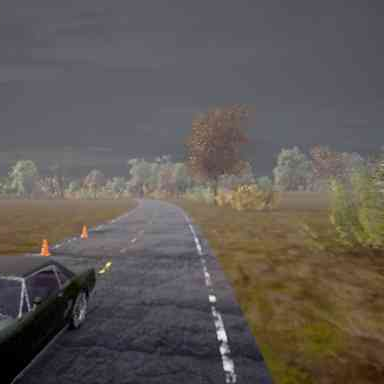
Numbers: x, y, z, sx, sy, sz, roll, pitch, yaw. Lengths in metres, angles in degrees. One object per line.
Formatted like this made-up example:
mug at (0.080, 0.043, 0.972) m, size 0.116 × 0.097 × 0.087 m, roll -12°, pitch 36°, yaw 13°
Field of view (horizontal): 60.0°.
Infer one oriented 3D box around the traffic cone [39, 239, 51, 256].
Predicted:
traffic cone at (-5.369, 2.005, 12.160) m, size 0.340 × 0.580 × 0.340 m, roll 0°, pitch 0°, yaw -2°

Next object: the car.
car at (-2.737, 1.619, 4.169) m, size 1.895 × 1.301 × 4.718 m, roll 0°, pitch 0°, yaw -1°
